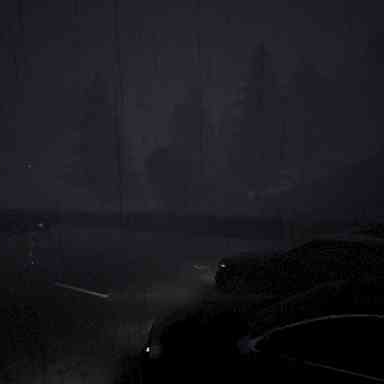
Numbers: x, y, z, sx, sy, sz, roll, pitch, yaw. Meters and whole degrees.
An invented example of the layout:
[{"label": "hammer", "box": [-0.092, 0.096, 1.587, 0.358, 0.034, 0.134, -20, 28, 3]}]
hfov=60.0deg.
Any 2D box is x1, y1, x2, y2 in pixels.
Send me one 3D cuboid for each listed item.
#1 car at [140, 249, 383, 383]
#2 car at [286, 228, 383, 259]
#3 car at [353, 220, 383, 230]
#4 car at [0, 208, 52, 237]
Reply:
[{"label": "car", "box": [1.699, 1.506, 2.780, 4.892, 1.490, 1.837, -1, -1, 35]}, {"label": "car", "box": [2.669, 1.543, 6.387, 4.674, 1.442, 1.812, -1, 0, 35]}, {"label": "car", "box": [5.191, 1.516, 8.887, 4.892, 1.490, 1.837, -1, 0, 35]}, {"label": "car", "box": [-10.474, 1.725, 20.058, 5.008, 1.535, 1.882, -1, 0, 35]}]
